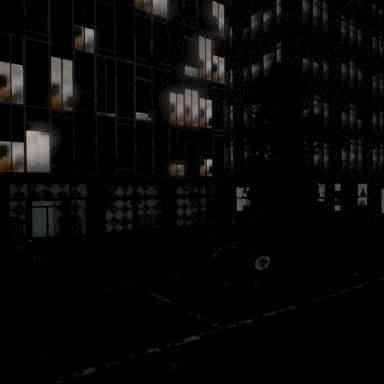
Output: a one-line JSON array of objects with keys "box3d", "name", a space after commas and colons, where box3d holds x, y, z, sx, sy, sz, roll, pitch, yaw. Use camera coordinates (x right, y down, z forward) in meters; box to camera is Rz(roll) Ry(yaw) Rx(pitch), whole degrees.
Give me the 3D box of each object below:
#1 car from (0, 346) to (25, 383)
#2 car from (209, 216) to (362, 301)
[{"box3d": [-2.901, 1.564, 1.314, 4.181, 1.385, 1.994, 0, 0, -35], "name": "car"}, {"box3d": [2.355, 1.439, 8.234, 4.097, 1.590, 1.967, 0, -1, -35], "name": "car"}]
